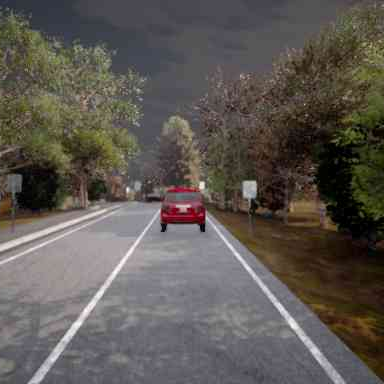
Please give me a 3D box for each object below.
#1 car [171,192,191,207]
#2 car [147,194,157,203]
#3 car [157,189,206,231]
[{"bbox_3d":[-1.206,0.747,36.243,2.033,1.411,5.357,0,0,-2],"label":"car"},{"bbox_3d":[-5.226,0.895,46.839,1.895,1.301,4.718,0,-1,-2],"label":"car"},{"bbox_3d":[-0.485,0.822,17.596,2.150,2.045,5.566,0,1,-2],"label":"car"}]
